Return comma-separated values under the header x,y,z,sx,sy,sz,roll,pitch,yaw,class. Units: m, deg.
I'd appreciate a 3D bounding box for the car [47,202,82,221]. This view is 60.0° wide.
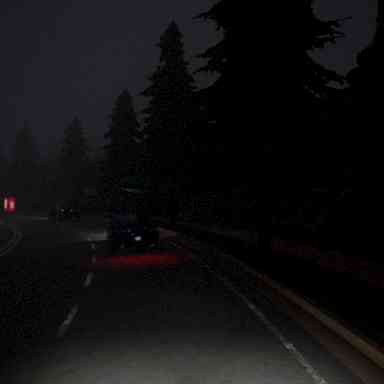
x,y,z,sx,sy,sz,roll,pitch,yaw,class
-12.145,1.718,31.473,2.097,1.767,4.553,0,-1,-39,car

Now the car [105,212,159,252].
x,y,z,sx,sy,sz,roll,pitch,yaw,class
-2.784,1.636,14.929,1.882,1.535,5.008,0,-1,-17,car
